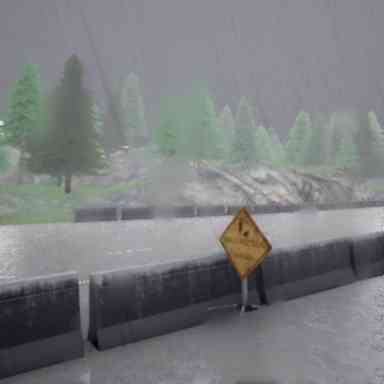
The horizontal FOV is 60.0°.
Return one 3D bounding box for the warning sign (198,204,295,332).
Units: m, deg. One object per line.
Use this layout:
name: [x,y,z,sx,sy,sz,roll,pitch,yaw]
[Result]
warning sign: [0.921,1.168,5.825,1.060,1.860,1.300,1,-1,-36]
